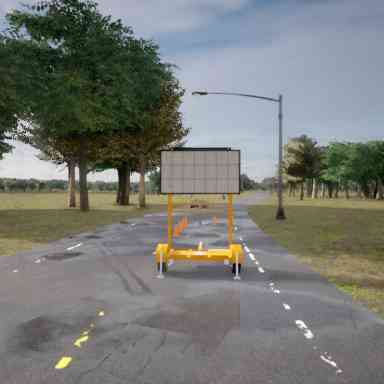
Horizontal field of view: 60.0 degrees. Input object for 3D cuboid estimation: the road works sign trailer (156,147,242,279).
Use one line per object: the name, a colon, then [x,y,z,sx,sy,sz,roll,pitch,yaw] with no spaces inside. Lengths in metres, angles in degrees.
road works sign trailer: [0.246,0.465,10.057,2.380,3.560,2.880,0,0,3]

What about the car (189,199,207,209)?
car: [0.861,1.606,45.745,1.994,1.385,4.181,0,0,10]
